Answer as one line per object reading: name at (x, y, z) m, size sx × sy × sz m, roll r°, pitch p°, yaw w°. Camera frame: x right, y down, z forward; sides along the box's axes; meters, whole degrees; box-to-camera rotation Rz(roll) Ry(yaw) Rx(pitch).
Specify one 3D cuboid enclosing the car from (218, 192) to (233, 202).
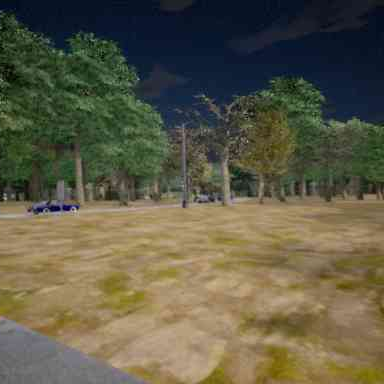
car at (6.694, 0.963, 67.117) m, size 2.150 × 2.045 × 5.566 m, roll -2°, pitch -1°, yaw 21°

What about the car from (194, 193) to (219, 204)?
car at (2.613, 1.322, 57.976) m, size 1.994 × 1.385 × 4.181 m, roll -2°, pitch -1°, yaw 26°

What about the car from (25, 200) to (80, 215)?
car at (-13.254, 1.459, 31.974) m, size 1.895 × 1.301 × 4.718 m, roll -2°, pitch -1°, yaw 34°
